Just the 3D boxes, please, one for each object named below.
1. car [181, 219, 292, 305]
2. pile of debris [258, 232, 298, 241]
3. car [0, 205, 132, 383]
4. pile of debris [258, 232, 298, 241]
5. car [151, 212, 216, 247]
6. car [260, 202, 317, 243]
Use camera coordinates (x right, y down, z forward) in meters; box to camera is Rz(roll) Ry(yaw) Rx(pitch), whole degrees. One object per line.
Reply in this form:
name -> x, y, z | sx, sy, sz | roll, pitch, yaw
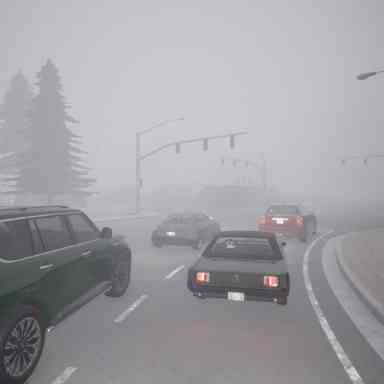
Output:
car -> 1.335, 1.588, 8.142 | 1.895, 1.301, 4.718 | 0, 0, 14
pile of debris -> 4.206, 2.145, 16.173 | 1.500, 0.140, 1.860 | 0, 0, 29
car -> -2.786, 1.222, 5.546 | 2.150, 2.045, 5.566 | 0, 0, 8
pile of debris -> 4.206, 2.145, 16.173 | 1.500, 0.140, 1.860 | 0, 0, 29
car -> -0.107, 1.546, 14.502 | 1.994, 1.385, 4.181 | 0, 0, 20
car -> 4.826, 1.320, 16.413 | 2.097, 1.767, 4.553 | 0, 0, 27
